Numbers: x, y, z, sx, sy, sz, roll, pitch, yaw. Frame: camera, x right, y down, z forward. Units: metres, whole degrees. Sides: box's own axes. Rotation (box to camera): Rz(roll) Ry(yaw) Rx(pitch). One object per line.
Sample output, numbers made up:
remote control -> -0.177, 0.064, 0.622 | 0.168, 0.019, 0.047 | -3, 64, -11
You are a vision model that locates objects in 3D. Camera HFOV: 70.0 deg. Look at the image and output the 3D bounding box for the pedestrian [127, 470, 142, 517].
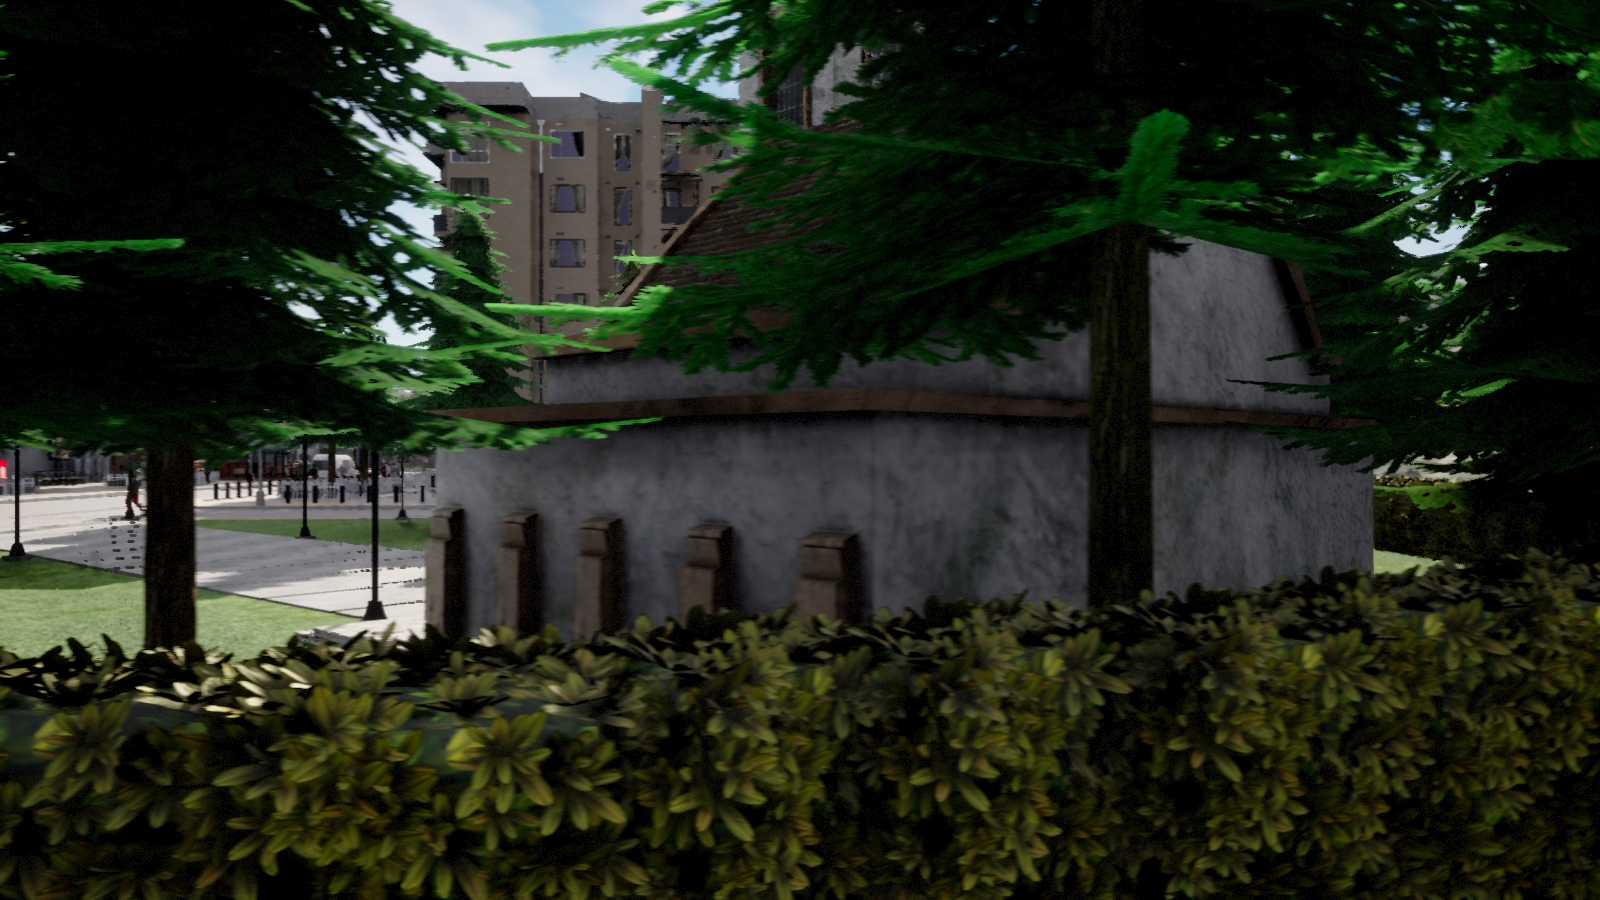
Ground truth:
pedestrian -> -26.660, 1.739, 45.777 | 0.375, 1.860, 0.375 | 0, 0, 0
